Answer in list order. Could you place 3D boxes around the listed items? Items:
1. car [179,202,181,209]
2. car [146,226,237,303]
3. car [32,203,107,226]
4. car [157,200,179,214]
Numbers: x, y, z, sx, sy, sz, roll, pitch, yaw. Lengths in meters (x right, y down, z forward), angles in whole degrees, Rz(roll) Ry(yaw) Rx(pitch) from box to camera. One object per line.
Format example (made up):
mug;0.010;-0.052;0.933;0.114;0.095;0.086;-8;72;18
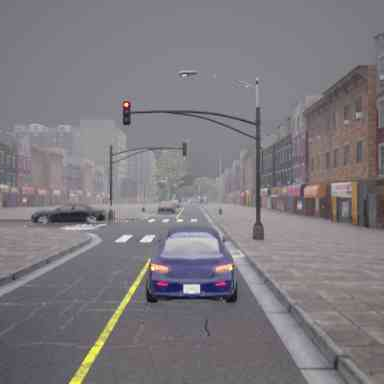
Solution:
car;-2.906;1.979;55.126;1.812;1.442;4.674;0;-1;0
car;-0.004;1.550;8.164;1.812;1.442;4.674;0;0;0
car;-8.632;1.522;23.610;5.008;1.535;1.882;1;1;-15
car;-2.899;1.751;38.721;1.882;1.535;5.008;0;-1;0
